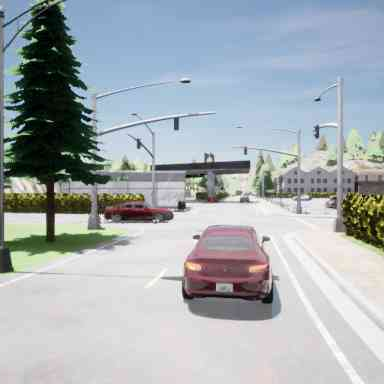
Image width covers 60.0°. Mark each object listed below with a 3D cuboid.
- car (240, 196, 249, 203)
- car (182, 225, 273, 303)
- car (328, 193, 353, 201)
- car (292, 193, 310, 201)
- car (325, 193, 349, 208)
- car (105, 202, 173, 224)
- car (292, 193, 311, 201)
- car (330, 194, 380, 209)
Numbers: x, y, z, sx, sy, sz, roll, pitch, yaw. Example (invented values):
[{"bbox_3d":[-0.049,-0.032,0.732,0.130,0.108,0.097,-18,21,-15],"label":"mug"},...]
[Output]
[{"bbox_3d":[10.767,1.491,67.828,2.128,1.511,4.902,0,0,10],"label":"car"},{"bbox_3d":[0.932,1.526,8.159,1.812,1.442,4.674,0,0,9],"label":"car"},{"bbox_3d":[33.225,1.097,74.496,4.605,1.855,1.932,0,0,9],"label":"car"},{"bbox_3d":[24.846,1.361,75.796,3.806,1.475,1.970,0,0,9],"label":"car"},{"bbox_3d":[19.495,1.330,41.959,5.027,1.636,2.152,0,0,9],"label":"car"},{"bbox_3d":[-3.893,1.477,24.609,5.008,1.535,1.882,0,0,2],"label":"car"},{"bbox_3d":[25.974,1.077,78.982,3.866,1.878,1.905,0,0,9],"label":"car"},{"bbox_3d":[19.053,1.339,38.853,4.514,1.523,2.007,0,0,9],"label":"car"}]
